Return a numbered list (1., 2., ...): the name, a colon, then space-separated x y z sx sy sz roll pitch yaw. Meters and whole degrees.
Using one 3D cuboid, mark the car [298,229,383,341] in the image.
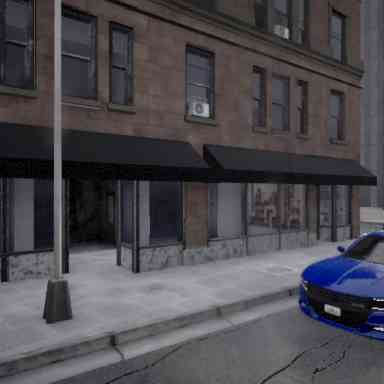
1. car: 4.119 1.477 6.376 5.008 1.535 1.882 0 0 -35
